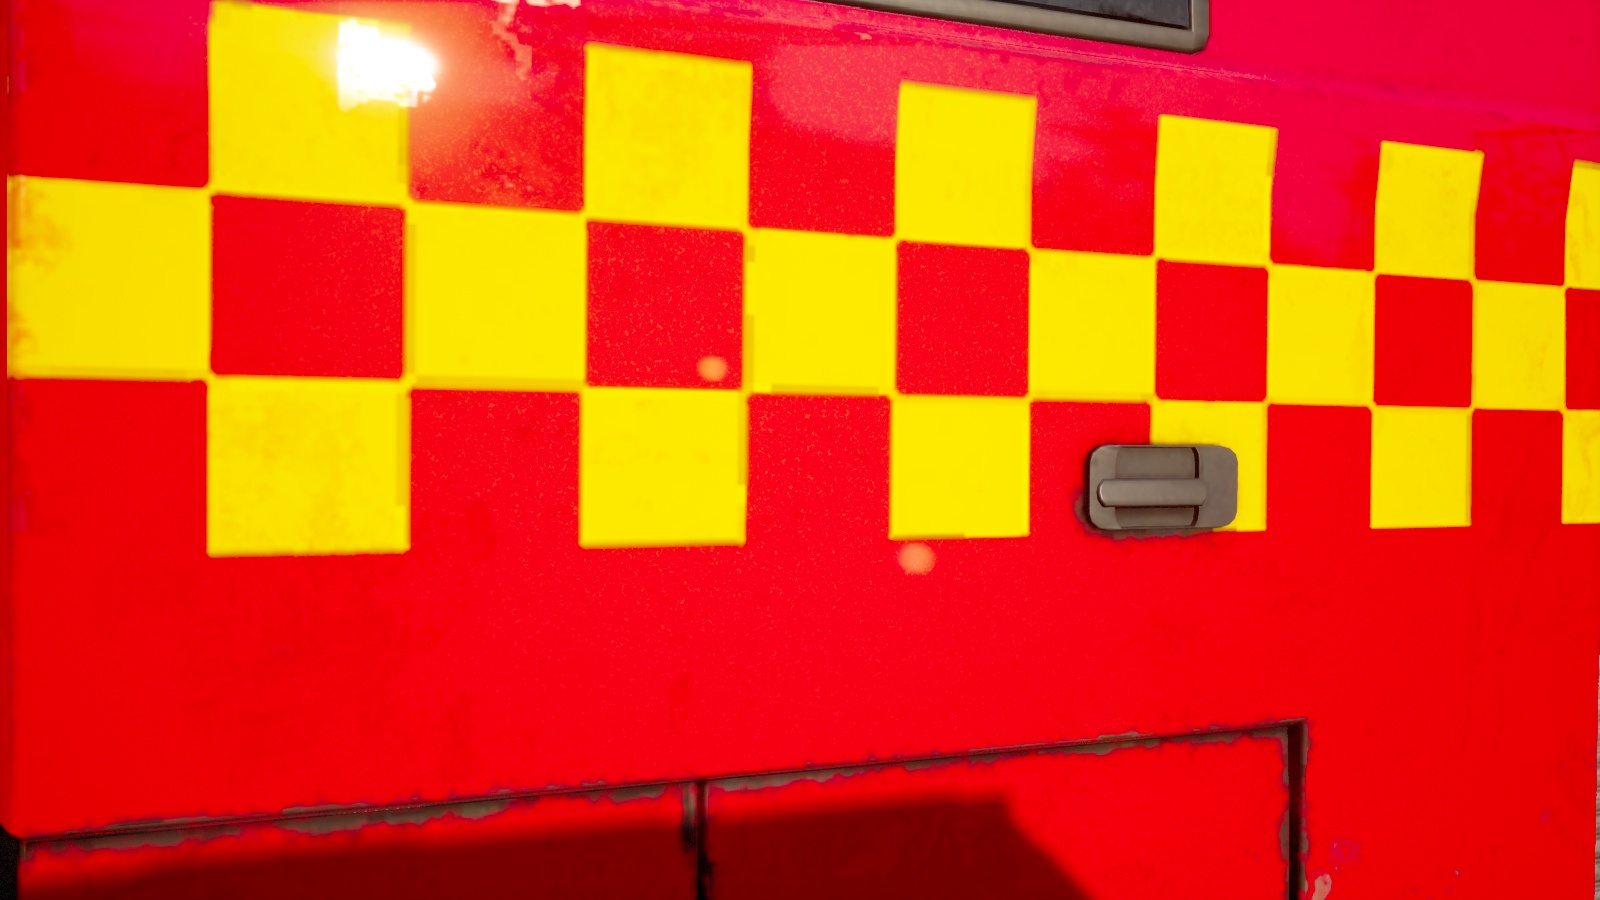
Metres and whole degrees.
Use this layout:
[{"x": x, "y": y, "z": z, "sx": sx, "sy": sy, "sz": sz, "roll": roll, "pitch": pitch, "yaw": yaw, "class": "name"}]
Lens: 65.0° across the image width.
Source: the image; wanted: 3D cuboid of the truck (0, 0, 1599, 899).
[{"x": 0.048, "y": -0.420, "z": 3.242, "sx": 8.468, "sy": 3.827, "sz": 2.891, "roll": -1, "pitch": 1, "yaw": -21, "class": "truck"}]
